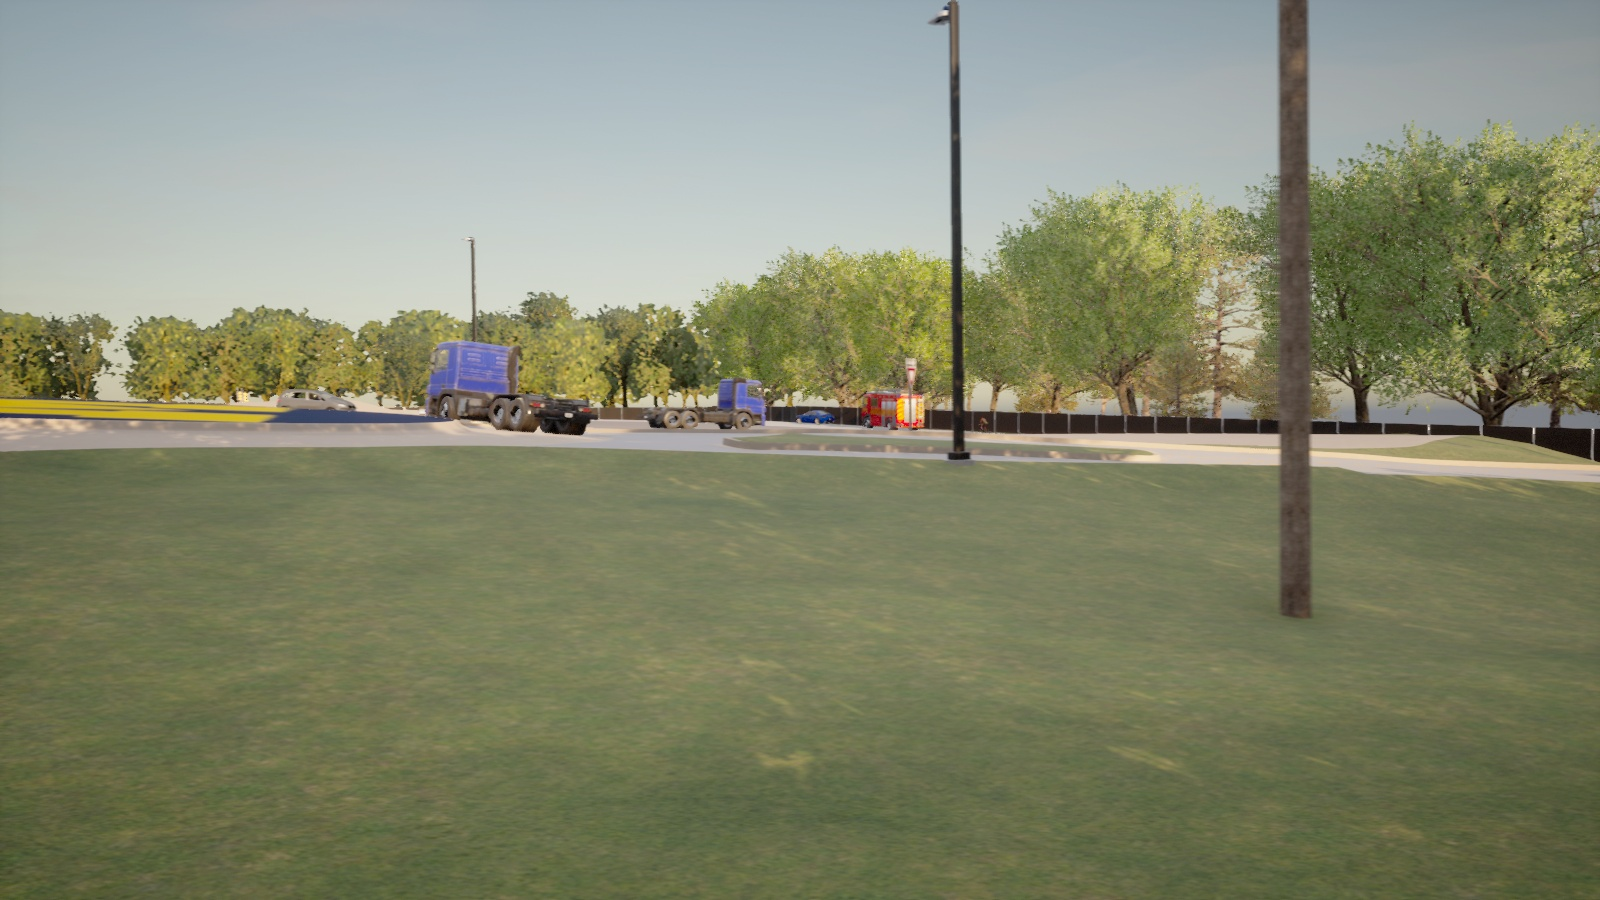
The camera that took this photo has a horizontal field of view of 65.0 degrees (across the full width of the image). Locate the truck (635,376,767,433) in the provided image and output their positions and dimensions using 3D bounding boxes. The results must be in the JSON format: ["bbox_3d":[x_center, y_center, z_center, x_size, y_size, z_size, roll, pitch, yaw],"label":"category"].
[{"bbox_3d":[-6.325,-2.878,80.797,7.936,3.462,2.891,0,2,-31],"label":"truck"}]

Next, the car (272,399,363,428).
[{"bbox_3d":[-28.973,-2.197,75.461,4.611,1.667,2.242,1,1,9],"label":"car"}]

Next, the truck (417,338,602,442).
[{"bbox_3d":[-11.122,-2.184,47.457,2.891,3.462,7.936,4,-2,-45],"label":"truck"}]
